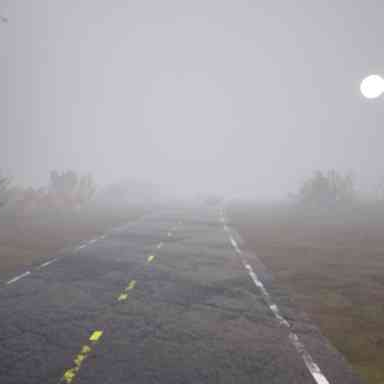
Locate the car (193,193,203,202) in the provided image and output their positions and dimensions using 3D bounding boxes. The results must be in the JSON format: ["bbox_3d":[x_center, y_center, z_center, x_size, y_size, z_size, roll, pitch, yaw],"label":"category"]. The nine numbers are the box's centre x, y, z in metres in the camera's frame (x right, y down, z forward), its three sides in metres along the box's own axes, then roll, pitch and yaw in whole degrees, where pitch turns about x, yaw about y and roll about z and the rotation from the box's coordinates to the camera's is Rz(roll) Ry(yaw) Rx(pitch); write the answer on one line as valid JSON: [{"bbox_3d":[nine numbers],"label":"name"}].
[{"bbox_3d":[1.428,1.002,61.005,1.837,1.490,4.892,0,1,9],"label":"car"}]

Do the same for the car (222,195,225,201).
[{"bbox_3d":[5.388,1.025,66.080,1.994,1.385,4.181,0,0,9],"label":"car"}]

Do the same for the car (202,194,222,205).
[{"bbox_3d":[3.004,1.164,48.713,1.994,1.385,4.181,0,0,6],"label":"car"}]
